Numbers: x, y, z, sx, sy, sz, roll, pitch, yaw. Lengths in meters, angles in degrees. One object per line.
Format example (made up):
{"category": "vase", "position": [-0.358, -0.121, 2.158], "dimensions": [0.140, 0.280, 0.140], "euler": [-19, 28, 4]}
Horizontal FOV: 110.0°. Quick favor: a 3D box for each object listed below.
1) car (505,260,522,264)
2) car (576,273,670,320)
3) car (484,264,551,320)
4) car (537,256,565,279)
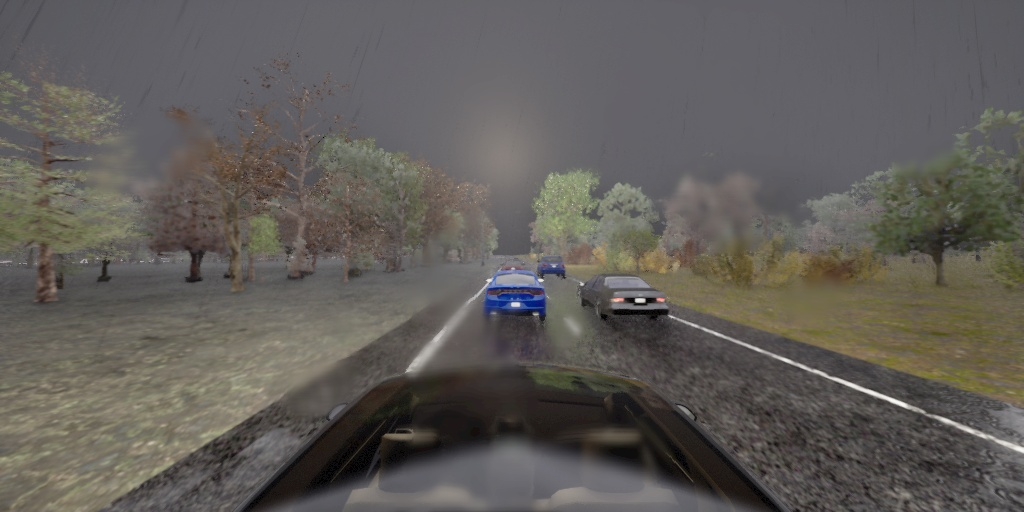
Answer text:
{"category": "car", "position": [0.094, 1.110, 33.081], "dimensions": [2.097, 1.767, 4.553], "euler": [0, 0, 0]}
{"category": "car", "position": [3.600, 1.300, 12.592], "dimensions": [2.033, 1.411, 5.357], "euler": [0, 0, 0]}
{"category": "car", "position": [0.110, 1.230, 12.679], "dimensions": [1.882, 1.535, 5.008], "euler": [0, 0, 0]}
{"category": "car", "position": [3.594, 0.979, 33.316], "dimensions": [2.150, 2.045, 5.566], "euler": [0, 0, 0]}
